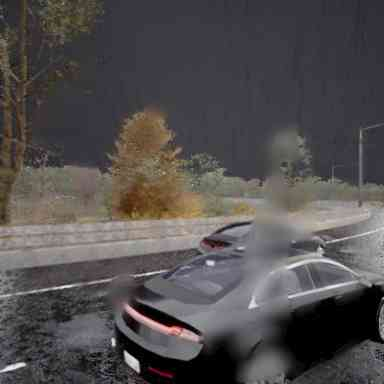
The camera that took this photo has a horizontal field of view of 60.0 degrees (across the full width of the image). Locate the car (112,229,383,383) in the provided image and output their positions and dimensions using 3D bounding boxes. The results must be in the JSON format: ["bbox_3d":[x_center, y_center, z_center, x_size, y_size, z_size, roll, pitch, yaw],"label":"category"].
[{"bbox_3d":[1.293,1.564,4.918,4.902,1.511,2.128,1,-1,-38],"label":"car"}]

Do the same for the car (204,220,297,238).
[{"bbox_3d":[2.357,1.654,10.340,4.892,1.490,1.837,1,-1,-40],"label":"car"}]

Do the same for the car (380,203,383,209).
[{"bbox_3d":[35.509,2.370,59.903,1.882,1.535,5.008,0,-1,15],"label":"car"}]
